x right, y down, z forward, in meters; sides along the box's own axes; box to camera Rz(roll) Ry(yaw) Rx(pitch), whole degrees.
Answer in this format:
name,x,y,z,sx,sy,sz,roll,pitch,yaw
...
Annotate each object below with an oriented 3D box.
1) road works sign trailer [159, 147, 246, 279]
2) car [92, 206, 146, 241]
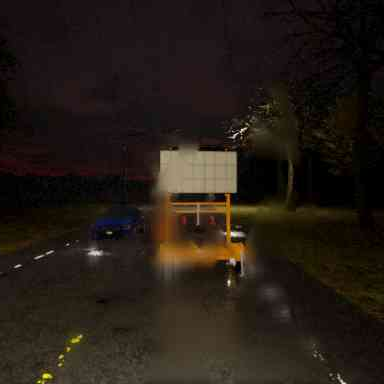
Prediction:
name,x,y,z,sx,sy,sz,roll,pitch,yaw
road works sign trailer,0.177,0.461,10.104,2.380,3.560,2.880,0,0,-8
car,-3.530,1.474,16.724,1.882,1.535,5.008,0,0,0
